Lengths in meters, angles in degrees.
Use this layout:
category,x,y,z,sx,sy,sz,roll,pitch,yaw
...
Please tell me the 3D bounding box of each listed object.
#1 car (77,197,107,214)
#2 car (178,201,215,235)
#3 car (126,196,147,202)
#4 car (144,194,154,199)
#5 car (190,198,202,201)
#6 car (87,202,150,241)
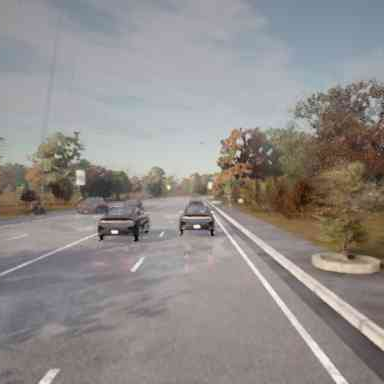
category,x,y,z,sx,sy,sz,roll,pitch,yaw
car,-10.269,1.339,34.472,2.097,1.767,4.553,0,0,1
car,0.265,1.490,18.808,2.128,1.511,4.902,0,0,1
car,-6.734,1.537,37.958,2.033,1.411,5.357,0,0,1
car,-9.755,1.076,76.095,1.882,1.535,5.008,0,0,1
car,0.489,1.502,40.903,1.837,1.490,4.892,0,0,1
car,-3.258,1.487,16.548,2.128,1.511,4.902,0,0,1
